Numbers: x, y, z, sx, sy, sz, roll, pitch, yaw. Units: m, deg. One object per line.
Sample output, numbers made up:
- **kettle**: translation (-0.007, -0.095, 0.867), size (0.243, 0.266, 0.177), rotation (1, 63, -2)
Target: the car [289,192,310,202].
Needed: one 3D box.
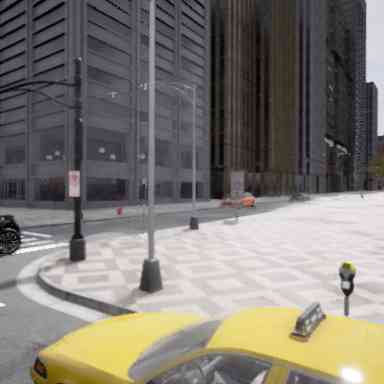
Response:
- **car**: translation (15.835, 0.725, 48.745), size (1.994, 1.385, 4.181), rotation (0, 1, 36)

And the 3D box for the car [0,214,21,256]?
- **car**: translation (-7.207, 1.151, 9.388), size (2.150, 2.045, 5.566), rotation (-2, 2, 2)

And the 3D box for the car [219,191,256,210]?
- **car**: translation (4.608, 0.790, 33.296), size (2.097, 1.767, 4.553), rotation (0, 1, 36)

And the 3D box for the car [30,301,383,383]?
- **car**: translation (0.616, 1.524, 2.529), size (4.829, 1.417, 1.752), rotation (0, 0, 36)
